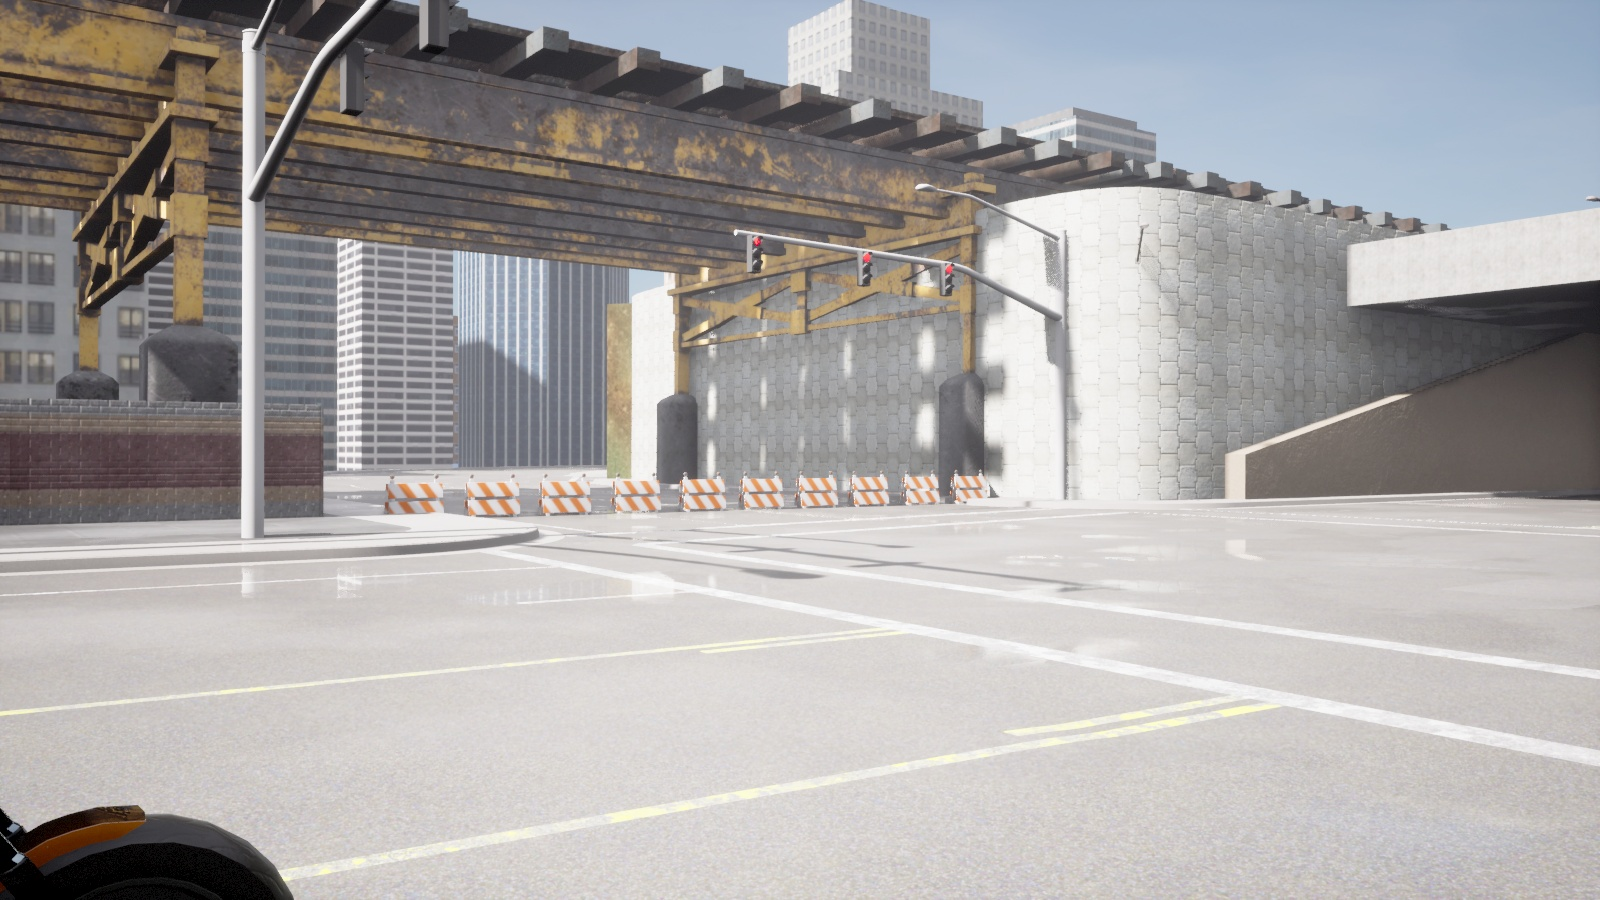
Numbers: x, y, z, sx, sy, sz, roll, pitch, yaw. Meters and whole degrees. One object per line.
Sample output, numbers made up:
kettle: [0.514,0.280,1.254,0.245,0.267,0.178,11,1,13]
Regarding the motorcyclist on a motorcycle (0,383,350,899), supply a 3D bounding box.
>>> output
motorcyclist on a motorcycle: [-2.109,0.705,2.229,2.350,1.649,0.766,0,0,-34]
